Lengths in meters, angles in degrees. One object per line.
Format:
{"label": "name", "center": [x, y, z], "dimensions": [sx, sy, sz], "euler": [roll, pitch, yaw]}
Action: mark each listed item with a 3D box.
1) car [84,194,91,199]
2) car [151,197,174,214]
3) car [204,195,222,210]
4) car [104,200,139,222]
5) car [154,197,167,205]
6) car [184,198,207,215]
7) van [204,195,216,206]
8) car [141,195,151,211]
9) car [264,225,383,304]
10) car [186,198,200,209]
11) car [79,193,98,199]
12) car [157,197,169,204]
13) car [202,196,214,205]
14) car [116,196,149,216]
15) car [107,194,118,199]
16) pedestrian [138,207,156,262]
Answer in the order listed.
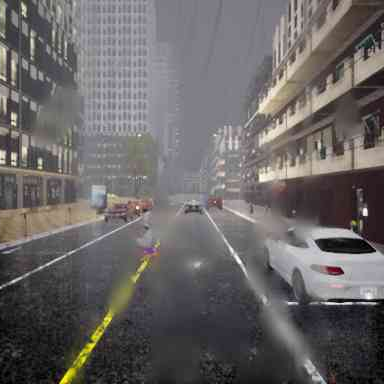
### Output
{"label": "car", "center": [-27.166, 0.860, 79.339], "dimensions": [5.009, 1.841, 2.192], "euler": [1, -1, 0]}
{"label": "car", "center": [-3.008, 1.506, 36.097], "dimensions": [1.837, 1.490, 4.892], "euler": [0, 0, 0]}
{"label": "car", "center": [2.798, 1.318, 42.780], "dimensions": [2.192, 1.841, 5.009], "euler": [0, 0, 0]}
{"label": "car", "center": [-5.625, 1.582, 26.148], "dimensions": [1.802, 1.307, 4.206], "euler": [0, 0, 0]}
{"label": "car", "center": [-5.539, 1.575, 59.453], "dimensions": [1.947, 1.339, 4.313], "euler": [0, 0, 0]}
{"label": "car", "center": [0.172, 1.548, 34.141], "dimensions": [2.033, 1.411, 5.357], "euler": [0, 0, 0]}
{"label": "van", "center": [2.826, 1.348, 53.882], "dimensions": [1.690, 1.788, 3.998], "euler": [0, 0, 0]}
{"label": "car", "center": [-5.596, 1.317, 37.250], "dimensions": [2.192, 1.841, 5.009], "euler": [0, 0, 0]}
{"label": "car", "center": [3.021, 1.526, 7.986], "dimensions": [1.812, 1.442, 4.674], "euler": [0, 0, 0]}
{"label": "car", "center": [0.172, 1.605, 47.288], "dimensions": [1.895, 1.301, 4.718], "euler": [0, 0, 1]}
{"label": "car", "center": [-27.252, 1.089, 87.715], "dimensions": [4.313, 1.339, 1.947], "euler": [1, -1, 0]}
{"label": "car", "center": [-5.526, 1.577, 64.700], "dimensions": [1.947, 1.339, 4.313], "euler": [0, 0, 0]}
{"label": "car", "center": [2.840, 1.449, 59.433], "dimensions": [1.967, 1.590, 4.097], "euler": [0, 0, 0]}
{"label": "car", "center": [-5.611, 1.441, 31.699], "dimensions": [1.967, 1.590, 4.097], "euler": [0, 0, 0]}
{"label": "car", "center": [-21.806, 1.150, 87.851], "dimensions": [4.829, 1.417, 1.752], "euler": [1, -1, 0]}
{"label": "pedestrian", "center": [-1.439, 1.293, 10.753], "dimensions": [0.375, 1.860, 0.375], "euler": [0, 0, -1]}
